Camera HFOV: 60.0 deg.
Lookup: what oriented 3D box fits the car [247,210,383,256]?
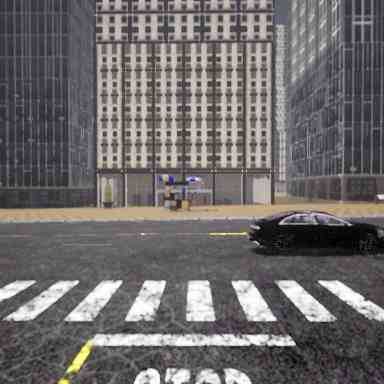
[{"bbox_3d":[4.491,1.424,12.203,4.902,1.511,2.128,-1,0,1],"label":"car"}]
